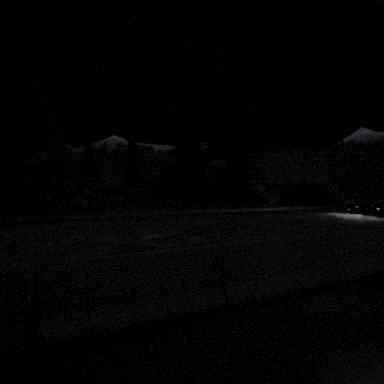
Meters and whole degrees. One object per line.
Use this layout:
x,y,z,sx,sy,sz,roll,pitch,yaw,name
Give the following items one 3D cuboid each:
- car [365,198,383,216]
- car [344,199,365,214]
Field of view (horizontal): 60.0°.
18.724,1.128,29.979,5.566,2.045,2.150,0,0,-23,car
17.348,1.423,33.166,4.674,1.442,1.812,0,0,-23,car
